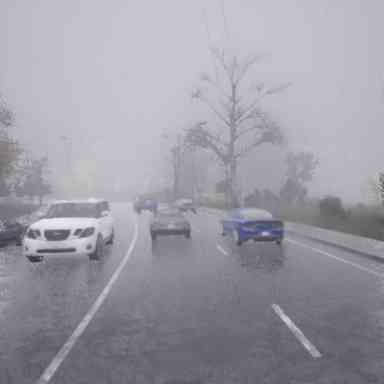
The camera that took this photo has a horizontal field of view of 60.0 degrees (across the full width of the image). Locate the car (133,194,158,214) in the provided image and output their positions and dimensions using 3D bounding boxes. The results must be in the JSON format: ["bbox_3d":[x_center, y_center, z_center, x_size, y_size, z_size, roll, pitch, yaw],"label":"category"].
[{"bbox_3d":[-5.087,1.241,36.173,2.150,2.045,5.566,-1,0,-16],"label":"car"}]

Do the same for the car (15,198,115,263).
[{"bbox_3d":[-4.274,1.255,12.555,2.150,2.045,5.566,-1,0,-6],"label":"car"}]

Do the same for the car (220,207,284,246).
[{"bbox_3d":[2.568,1.437,15.293,1.882,1.535,5.008,-1,0,-7],"label":"car"}]

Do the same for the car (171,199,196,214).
[{"bbox_3d":[-0.885,1.472,33.928,1.837,1.490,4.892,-1,0,-14],"label":"car"}]

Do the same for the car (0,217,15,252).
[{"bbox_3d":[-7.788,1.668,12.476,1.895,1.301,4.718,-1,0,-6],"label":"car"}]

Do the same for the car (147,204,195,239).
[{"bbox_3d":[-1.221,1.560,17.496,1.994,1.385,4.181,-1,0,-7],"label":"car"}]
